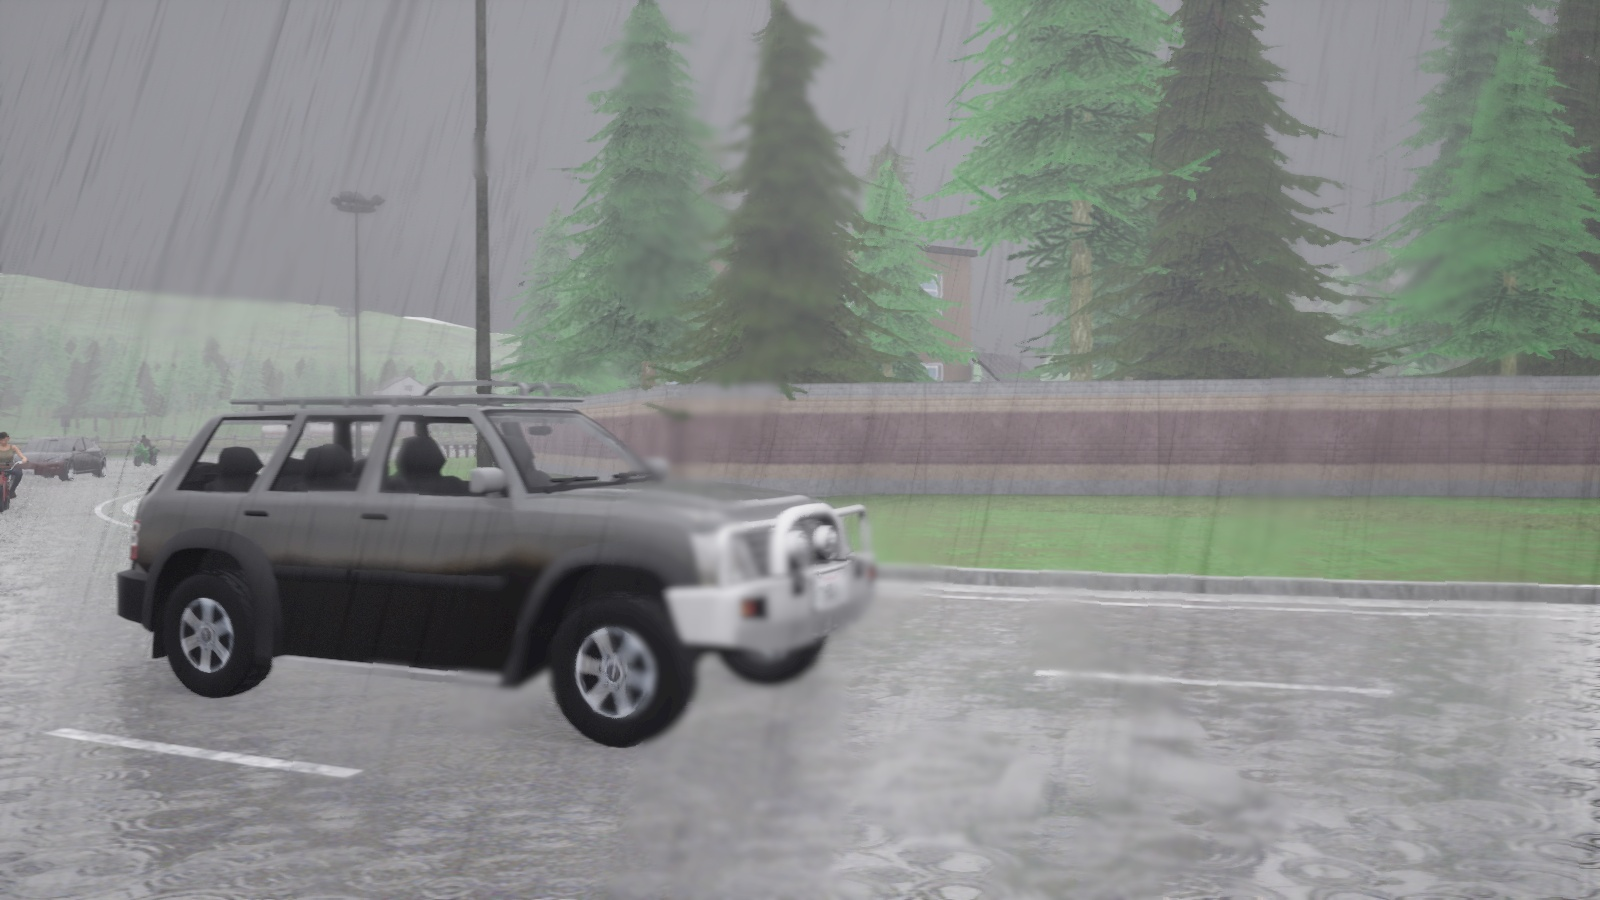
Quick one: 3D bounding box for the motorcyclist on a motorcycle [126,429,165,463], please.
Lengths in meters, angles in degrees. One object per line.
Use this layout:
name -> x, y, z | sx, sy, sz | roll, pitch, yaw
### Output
motorcyclist on a motorcycle -> -30.547, -0.196, 58.636 | 0.797, 1.523, 2.044 | 0, 1, -1

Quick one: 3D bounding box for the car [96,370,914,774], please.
car -> -1.818, 0.522, 7.602 | 4.605, 1.855, 1.932 | 1, 1, 25

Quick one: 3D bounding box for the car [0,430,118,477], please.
car -> -25.390, 0.078, 42.993 | 2.163, 1.488, 4.792 | 0, 1, -10

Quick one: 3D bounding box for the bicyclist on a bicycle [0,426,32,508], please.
bicyclist on a bicycle -> -16.018, 0.319, 25.268 | 0.866, 1.612, 1.509 | 0, 1, -28
